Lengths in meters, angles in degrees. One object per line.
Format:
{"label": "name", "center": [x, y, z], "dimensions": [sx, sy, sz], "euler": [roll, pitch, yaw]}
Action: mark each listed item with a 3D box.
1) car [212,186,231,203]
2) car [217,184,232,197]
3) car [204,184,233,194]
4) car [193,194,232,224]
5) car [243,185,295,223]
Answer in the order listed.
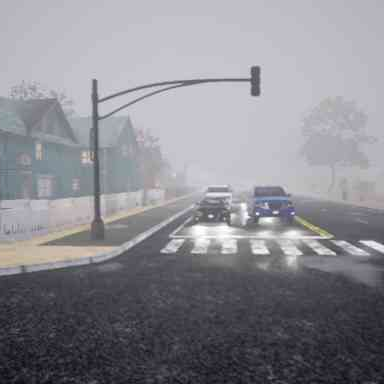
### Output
{"label": "car", "center": [3.461, 0.274, 38.488], "dimensions": [2.097, 1.767, 4.553], "euler": [-1, 2, 7]}
{"label": "car", "center": [5.252, -0.265, 53.278], "dimensions": [2.150, 2.045, 5.566], "euler": [-1, 1, 7]}
{"label": "car", "center": [2.287, 0.421, 28.524], "dimensions": [2.150, 2.045, 5.566], "euler": [-1, 2, 7]}
{"label": "car", "center": [1.209, 1.024, 19.243], "dimensions": [1.994, 1.385, 4.181], "euler": [-1, 2, 7]}
{"label": "car", "center": [4.536, 0.621, 19.911], "dimensions": [2.150, 2.045, 5.566], "euler": [-1, 2, 5]}
